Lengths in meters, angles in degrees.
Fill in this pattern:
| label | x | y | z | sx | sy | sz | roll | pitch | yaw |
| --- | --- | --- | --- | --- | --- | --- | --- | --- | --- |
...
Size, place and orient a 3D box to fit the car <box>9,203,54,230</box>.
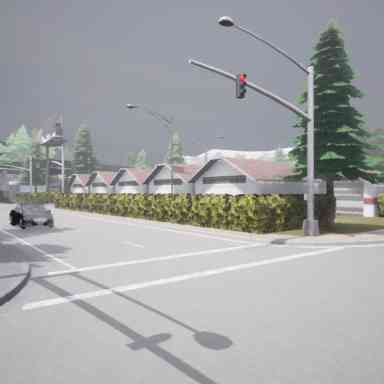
| label | x | y | z | sx | sy | sz | roll | pitch | yaw |
| --- | --- | --- | --- | --- | --- | --- | --- | --- | --- |
| car | -10.300 | 1.504 | 21.271 | 2.128 | 1.511 | 4.902 | 0 | 1 | -38 |
